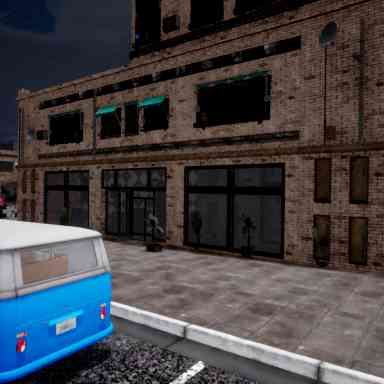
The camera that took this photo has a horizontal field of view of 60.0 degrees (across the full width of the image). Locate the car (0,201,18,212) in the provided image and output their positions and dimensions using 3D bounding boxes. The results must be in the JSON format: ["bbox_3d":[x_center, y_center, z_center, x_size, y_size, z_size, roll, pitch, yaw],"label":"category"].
[{"bbox_3d":[-16.117,1.793,31.264,1.947,1.339,4.313,0,0,36],"label":"car"}]

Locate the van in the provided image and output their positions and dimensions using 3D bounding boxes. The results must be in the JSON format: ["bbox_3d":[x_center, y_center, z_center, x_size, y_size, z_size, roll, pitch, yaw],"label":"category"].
[{"bbox_3d":[-2.989,1.340,4.993,3.998,1.788,1.690,0,1,36],"label":"van"}]

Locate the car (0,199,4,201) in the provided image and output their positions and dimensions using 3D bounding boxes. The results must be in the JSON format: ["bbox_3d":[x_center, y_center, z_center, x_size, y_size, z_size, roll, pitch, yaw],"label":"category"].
[{"bbox_3d":[-21.779,1.684,33.341,1.994,1.385,4.181,1,0,36],"label":"car"}]

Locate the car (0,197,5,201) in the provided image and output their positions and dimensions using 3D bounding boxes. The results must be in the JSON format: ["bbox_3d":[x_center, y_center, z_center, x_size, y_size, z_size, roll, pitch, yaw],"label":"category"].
[{"bbox_3d":[-22.870,1.411,36.222,2.192,1.841,5.009,0,0,36],"label":"car"}]
